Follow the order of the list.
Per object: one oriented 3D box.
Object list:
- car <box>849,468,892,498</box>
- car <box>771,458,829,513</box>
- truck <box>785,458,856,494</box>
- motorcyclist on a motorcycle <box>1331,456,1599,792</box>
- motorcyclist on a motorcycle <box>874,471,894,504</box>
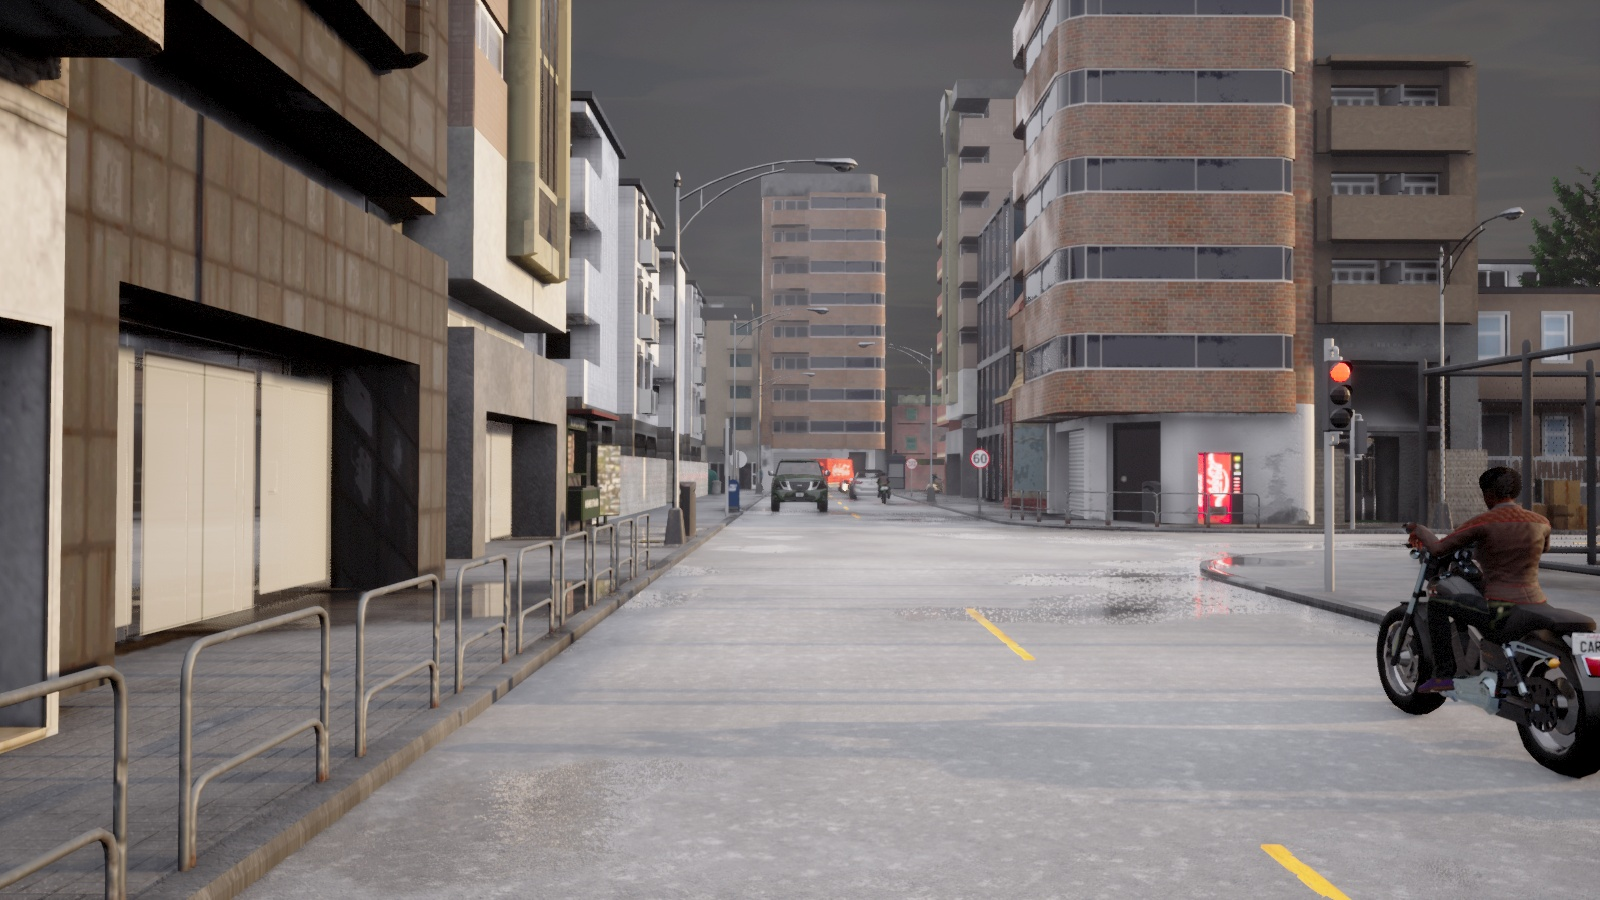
[{"bbox_3d":[3.994,1.846,71.845,2.242,1.667,4.611,0,-1,0],"label":"car"},{"bbox_3d":[-0.029,1.368,49.796,2.150,2.045,5.566,0,-1,-1],"label":"car"},{"bbox_3d":[1.485,1.819,89.308,2.627,2.467,5.204,-2,-1,34],"label":"truck"},{"bbox_3d":[3.999,0.872,7.369,0.766,1.649,2.350,0,-1,0],"label":"motorcyclist on a motorcycle"},{"bbox_3d":[3.989,1.786,59.991,0.797,1.523,2.044,0,-1,0],"label":"motorcyclist on a motorcycle"}]
